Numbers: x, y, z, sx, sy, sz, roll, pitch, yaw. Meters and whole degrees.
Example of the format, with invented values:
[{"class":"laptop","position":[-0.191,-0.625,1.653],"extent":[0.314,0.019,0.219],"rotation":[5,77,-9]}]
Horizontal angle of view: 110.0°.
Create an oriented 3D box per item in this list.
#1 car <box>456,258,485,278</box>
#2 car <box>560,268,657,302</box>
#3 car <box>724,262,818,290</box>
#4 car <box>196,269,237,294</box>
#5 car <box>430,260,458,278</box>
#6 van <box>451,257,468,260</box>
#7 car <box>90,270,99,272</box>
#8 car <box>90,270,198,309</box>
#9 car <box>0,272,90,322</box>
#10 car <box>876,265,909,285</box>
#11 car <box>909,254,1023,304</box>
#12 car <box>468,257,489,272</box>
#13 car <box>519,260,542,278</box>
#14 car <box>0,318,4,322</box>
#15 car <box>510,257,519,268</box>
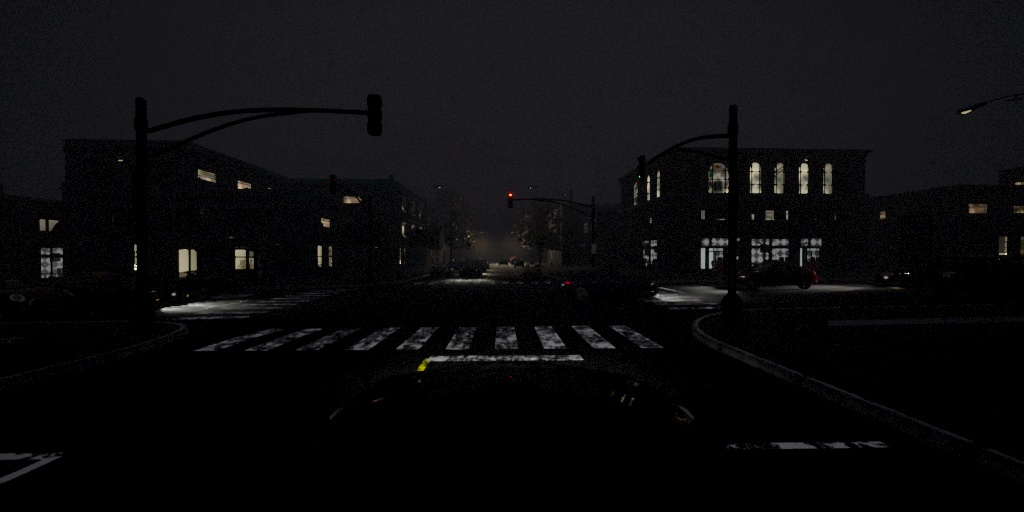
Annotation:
[{"class":"car","position":[-3.916,1.219,34.412],"extent":[1.882,1.535,5.008],"rotation":[0,0,-2]},{"class":"car","position":[4.298,1.251,16.278],"extent":[4.181,1.385,1.994],"rotation":[-1,1,-2]},{"class":"car","position":[14.309,1.062,19.917],"extent":[4.674,1.442,1.812],"rotation":[-1,1,-2]},{"class":"car","position":[-18.676,1.472,21.085],"extent":[4.313,1.339,1.948],"rotation":[0,0,-2]},{"class":"car","position":[-6.487,1.324,33.586],"extent":[1.802,1.307,4.207],"rotation":[0,0,-1]},{"class":"van","position":[-6.769,1.079,44.674],"extent":[1.690,1.789,3.998],"rotation":[0,0,-1]},{"class":"car","position":[-24.494,1.499,20.833],"extent":[4.829,1.417,1.751],"rotation":[0,0,-2]},{"class":"car","position":[-16.580,1.501,15.376],"extent":[4.181,1.385,1.994],"rotation":[-1,1,-2]},{"class":"car","position":[-18.344,1.421,12.745],"extent":[4.097,1.591,1.967],"rotation":[0,0,-2]},{"class":"car","position":[23.531,0.917,20.315],"extent":[4.902,1.511,2.128],"rotation":[-1,1,-2]},{"class":"car","position":[19.644,0.842,14.358],"extent":[5.009,1.841,2.192],"rotation":[0,0,-2]},{"class":"car","position":[-4.174,1.216,44.451],"extent":[1.882,1.535,5.008],"rotation":[0,0,-1]},{"class":"car","position":[1.886,1.267,33.969],"extent":[1.751,1.417,4.829],"rotation":[0,0,-1]},{"class":"car","position":[-5.661,1.295,1.077],"extent":[1.888,1.381,4.507],"rotation":[0,0,-1]},{"class":"car","position":[1.186,1.284,61.521],"extent":[2.007,1.370,4.403],"rotation":[0,0,-1]}]
